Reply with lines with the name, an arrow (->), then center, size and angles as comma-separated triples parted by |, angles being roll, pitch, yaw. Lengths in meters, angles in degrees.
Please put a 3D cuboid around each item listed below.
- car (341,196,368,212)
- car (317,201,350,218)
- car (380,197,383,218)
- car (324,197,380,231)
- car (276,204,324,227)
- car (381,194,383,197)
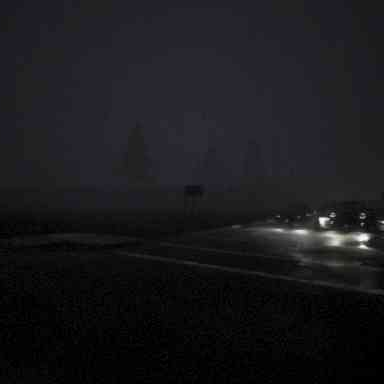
car -> 19.212, 1.368, 39.207 | 2.097, 1.767, 4.553 | 0, 0, 36
car -> 13.254, 1.580, 31.054 | 1.994, 1.385, 4.181 | 0, 0, 36
car -> 16.293, 1.486, 29.282 | 1.882, 1.535, 5.008 | 0, 0, 36
car -> 10.140, 1.360, 20.851 | 2.097, 1.767, 4.553 | 0, 0, 36
car -> 7.409, 1.541, 23.036 | 1.812, 1.442, 4.674 | 0, 0, 36
car -> 22.481, 1.230, 37.751 | 2.150, 2.045, 5.566 | 0, 0, 36
